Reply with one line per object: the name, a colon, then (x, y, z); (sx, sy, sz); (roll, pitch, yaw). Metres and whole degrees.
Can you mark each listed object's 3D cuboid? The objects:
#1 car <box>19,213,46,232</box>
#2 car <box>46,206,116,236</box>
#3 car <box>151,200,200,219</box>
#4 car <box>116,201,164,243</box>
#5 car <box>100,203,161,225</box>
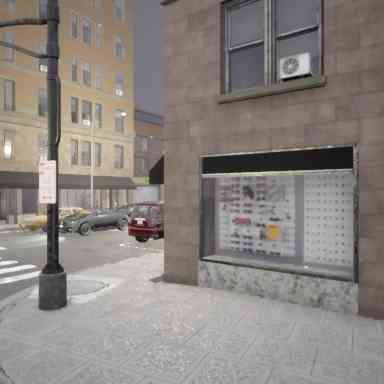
car: (-7.815, 1.519, 20.096); (1.752, 1.417, 4.829); (0, 0, 35)
car: (-5.515, 1.557, 18.573); (1.994, 1.385, 4.181); (0, 0, 35)
car: (-1.359, 1.496, 29.383); (1.752, 1.417, 4.829); (0, 0, 35)
car: (-0.732, 1.306, 15.346); (2.192, 1.841, 5.009); (0, 0, 35)
car: (-4.489, 1.548, 24.880); (1.947, 1.339, 4.313); (0, 0, 35)
